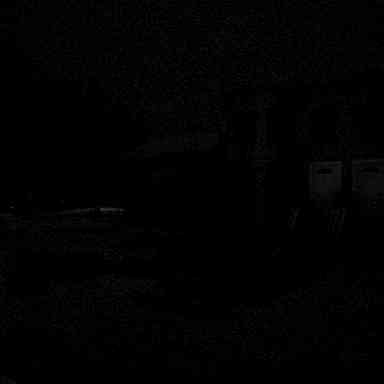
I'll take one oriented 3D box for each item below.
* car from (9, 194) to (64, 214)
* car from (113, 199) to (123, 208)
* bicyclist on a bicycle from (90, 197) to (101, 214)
[{"bbox_3d":[-16.853,1.221,36.433,2.150,2.045,5.566,0,0,36],"label":"car"},{"bbox_3d":[-8.963,1.478,47.250,1.882,1.535,5.008,0,0,36],"label":"car"},{"bbox_3d":[-9.426,1.344,32.352,1.656,1.620,0.582,0,1,36],"label":"bicyclist on a bicycle"}]
